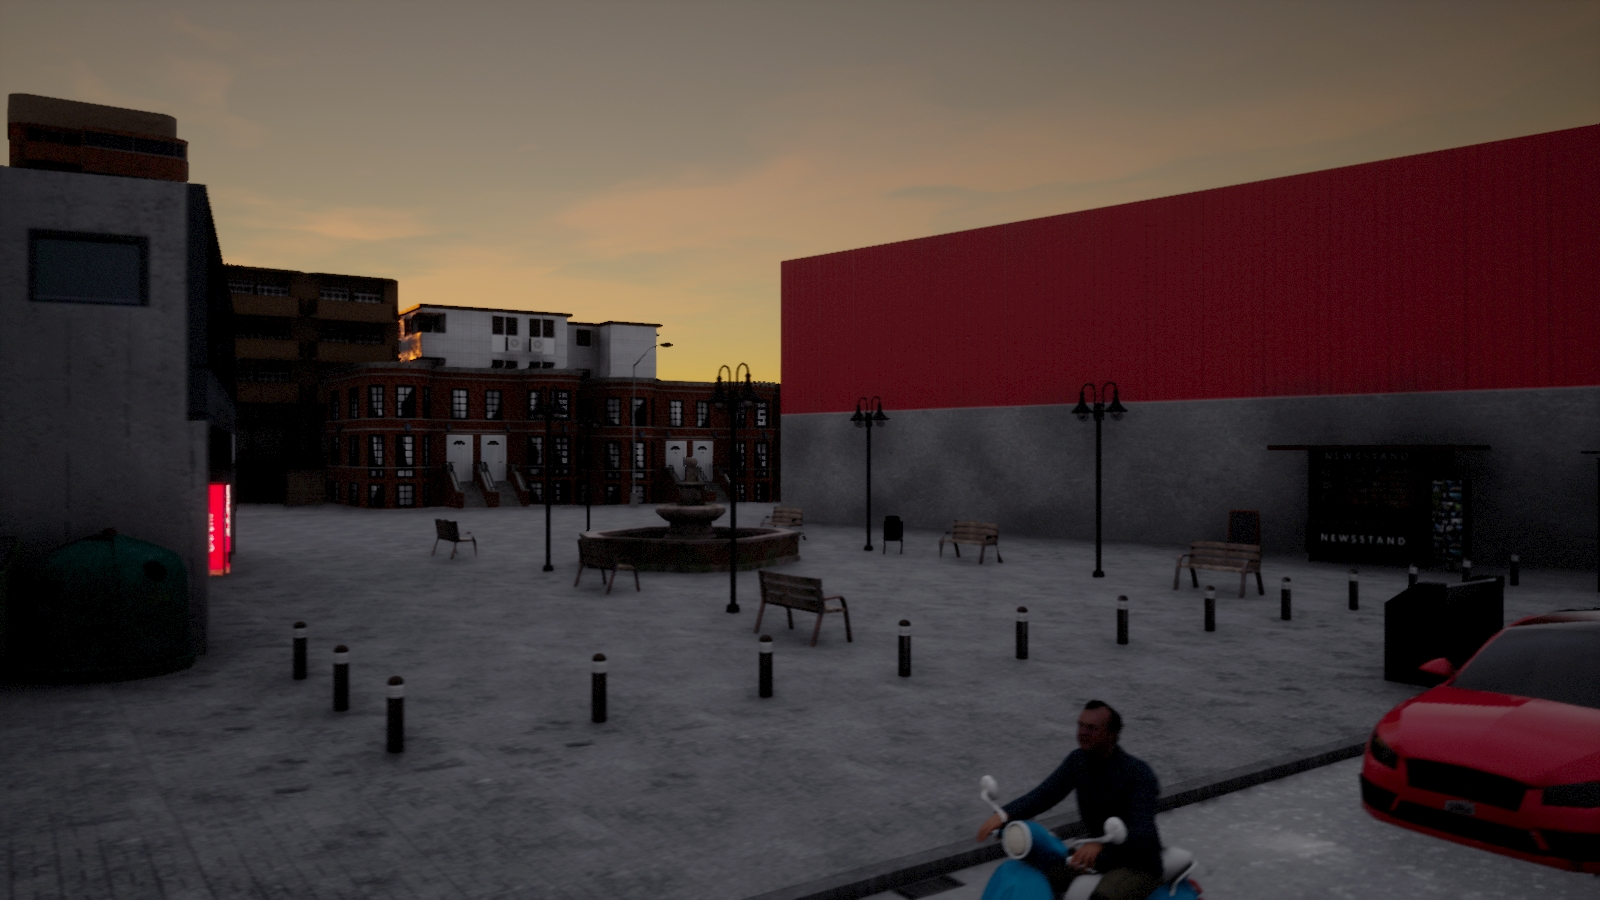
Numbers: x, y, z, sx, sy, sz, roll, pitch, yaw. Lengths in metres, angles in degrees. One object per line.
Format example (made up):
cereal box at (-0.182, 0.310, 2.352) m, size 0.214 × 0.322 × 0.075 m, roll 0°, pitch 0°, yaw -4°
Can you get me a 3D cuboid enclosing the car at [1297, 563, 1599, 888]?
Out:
car at (6.256, 1.841, 8.799) m, size 4.892 × 1.480 × 2.231 m, roll 0°, pitch 0°, yaw -35°
